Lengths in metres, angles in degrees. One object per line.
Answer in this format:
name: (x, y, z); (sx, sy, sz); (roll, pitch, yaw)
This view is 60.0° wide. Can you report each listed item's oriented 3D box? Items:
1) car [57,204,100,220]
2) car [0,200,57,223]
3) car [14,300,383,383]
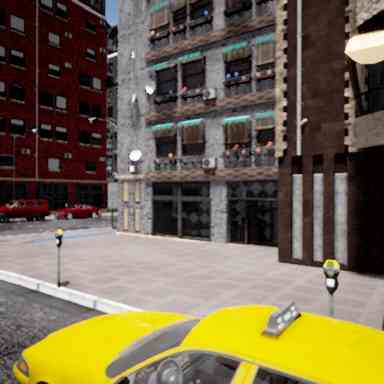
car: (-11.144, 1.904, 32.502); (1.887, 1.381, 4.507); (-1, -2, 35)
car: (-14.442, 1.571, 27.864); (2.192, 1.841, 5.009); (-1, -2, 35)
car: (0.439, 1.525, 2.561); (4.829, 1.417, 1.752); (0, 0, 36)
